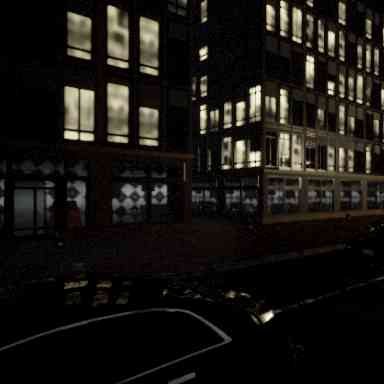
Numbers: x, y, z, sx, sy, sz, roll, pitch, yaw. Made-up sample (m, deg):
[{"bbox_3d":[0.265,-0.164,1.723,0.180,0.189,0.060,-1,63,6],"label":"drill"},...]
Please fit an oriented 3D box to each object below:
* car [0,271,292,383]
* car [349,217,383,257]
[{"bbox_3d":[-1.320,1.506,2.429,4.892,1.490,1.837,0,0,-36],"label":"car"},{"bbox_3d":[7.367,1.538,11.813,4.313,1.339,1.947,0,0,-36],"label":"car"}]
